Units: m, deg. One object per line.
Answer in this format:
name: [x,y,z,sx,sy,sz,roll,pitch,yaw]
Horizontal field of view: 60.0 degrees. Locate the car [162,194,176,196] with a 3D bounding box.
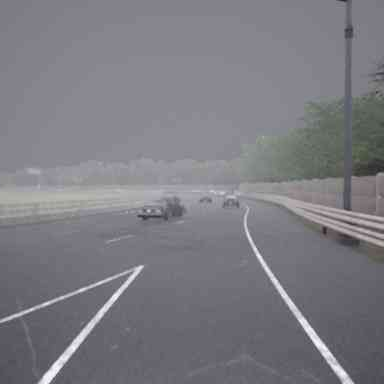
car: [-2.551,0.989,38.334,2.128,1.511,4.902,1,1,9]

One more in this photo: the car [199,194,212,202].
car: [2.050,0.937,52.075,1.895,1.301,4.718,0,1,0]

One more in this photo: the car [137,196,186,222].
car: [-2.031,1.237,23.539,2.033,1.411,5.357,0,1,17]

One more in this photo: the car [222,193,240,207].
car: [4.636,1.031,39.651,1.812,1.442,4.674,1,1,7]
